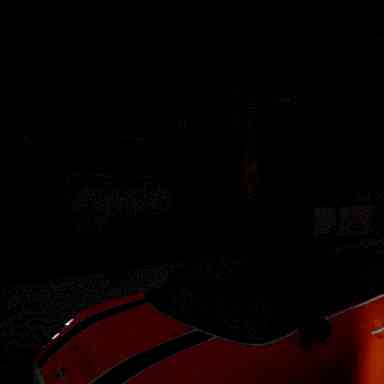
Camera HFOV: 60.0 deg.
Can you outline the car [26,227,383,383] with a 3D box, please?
[{"bbox_3d":[0.723,1.347,3.594,4.553,1.767,2.097,0,0,-36],"label":"car"}]
